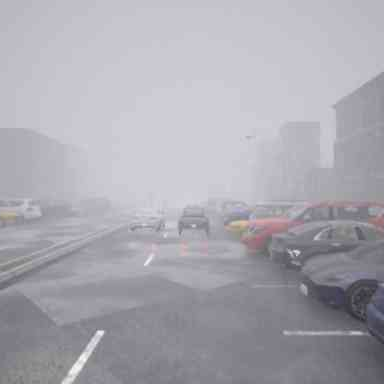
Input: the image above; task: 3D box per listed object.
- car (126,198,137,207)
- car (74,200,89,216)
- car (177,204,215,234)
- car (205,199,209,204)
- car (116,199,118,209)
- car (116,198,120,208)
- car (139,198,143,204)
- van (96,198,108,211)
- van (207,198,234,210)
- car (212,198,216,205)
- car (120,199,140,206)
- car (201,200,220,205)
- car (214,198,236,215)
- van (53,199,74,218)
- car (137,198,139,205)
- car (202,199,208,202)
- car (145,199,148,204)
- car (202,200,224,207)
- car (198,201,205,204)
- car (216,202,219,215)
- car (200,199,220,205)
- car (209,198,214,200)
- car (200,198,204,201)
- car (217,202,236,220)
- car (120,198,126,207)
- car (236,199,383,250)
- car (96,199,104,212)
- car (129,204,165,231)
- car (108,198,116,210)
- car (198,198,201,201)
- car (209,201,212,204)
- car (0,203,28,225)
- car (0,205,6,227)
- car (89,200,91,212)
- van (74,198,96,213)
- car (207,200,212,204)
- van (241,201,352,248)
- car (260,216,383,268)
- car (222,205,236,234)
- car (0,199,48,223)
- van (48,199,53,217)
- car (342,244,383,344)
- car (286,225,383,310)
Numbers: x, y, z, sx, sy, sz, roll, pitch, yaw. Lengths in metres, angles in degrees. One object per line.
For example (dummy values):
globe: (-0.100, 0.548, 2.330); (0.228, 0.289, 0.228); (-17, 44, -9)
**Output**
car: (-15.492, 2.610, 74.567); (4.792, 1.488, 2.163); (0, -1, 0)
car: (-15.313, 2.005, 38.722); (5.366, 1.575, 1.946); (0, -1, 0)
car: (0.103, 1.740, 21.175); (2.128, 1.511, 4.902); (0, -1, 0)
car: (4.712, 2.095, 45.718); (5.008, 1.535, 2.097); (0, -1, 0)
car: (-15.504, 2.284, 55.390); (5.008, 1.535, 2.097); (0, -1, 0)
car: (-15.541, 2.204, 58.148); (4.553, 1.767, 2.185); (0, -1, 0)
car: (-15.496, 2.405, 80.087); (5.566, 2.045, 2.435); (0, -1, 0)
van: (-15.389, 1.965, 49.754); (4.442, 1.987, 1.878); (0, -1, 0)
van: (4.836, 2.049, 56.837); (4.442, 1.987, 1.878); (0, -1, 0)
car: (4.684, 1.793, 34.606); (4.553, 1.767, 2.185); (0, -1, 0)
car: (-15.495, 2.569, 82.843); (4.553, 1.767, 2.185); (0, -1, 0)
car: (4.767, 2.772, 87.397); (4.792, 1.488, 2.163); (0, -1, 0)
car: (4.684, 1.752, 31.826); (4.553, 1.767, 2.185); (0, -1, 0)
van: (-15.613, 1.738, 35.967); (4.442, 1.987, 1.878); (0, -1, 0)
car: (-15.525, 2.659, 77.325); (4.674, 1.452, 2.002); (0, -1, 0)
car: (4.532, 2.138, 48.497); (5.366, 1.575, 1.946); (0, -1, 0)
car: (-15.526, 2.806, 91.113); (5.008, 1.535, 2.097); (0, -1, 0)
car: (4.715, 2.578, 76.289); (4.892, 1.521, 2.231); (0, -1, 0)
car: (0.106, 2.055, 37.982); (1.994, 1.385, 4.181); (0, -1, 0)
car: (4.712, 1.877, 29.044); (4.674, 1.452, 2.002); (0, -1, 0)
car: (4.933, 2.781, 90.175); (5.366, 1.575, 1.946); (0, -1, 0)
car: (4.748, 1.925, 42.941); (4.553, 1.767, 2.185); (0, -1, 0)
car: (4.691, 2.522, 70.729); (4.792, 1.488, 2.163); (0, -1, 0)
car: (4.708, 1.799, 26.267); (4.892, 1.521, 2.231); (0, -1, 0)
car: (-15.541, 2.121, 60.785); (5.566, 2.045, 2.435); (0, -1, 0)
car: (4.684, 1.366, 12.378); (5.566, 2.045, 2.435); (0, -1, 0)
car: (-15.509, 2.144, 46.993); (5.008, 1.535, 2.097); (0, -1, 0)
car: (-2.897, 1.791, 22.460); (1.812, 1.442, 4.674); (0, -1, 0)
car: (-15.535, 1.986, 52.511); (5.566, 2.045, 2.435); (0, -1, 0)
car: (4.693, 2.283, 73.514); (5.566, 2.045, 2.435); (0, -1, 0)
car: (4.722, 1.963, 37.382); (4.892, 1.521, 2.231); (0, -1, 0)
car: (-15.495, 1.798, 24.938); (5.008, 1.535, 2.097); (0, -1, 0)
car: (-15.490, 1.800, 22.180); (4.674, 1.452, 2.002); (0, -1, 0)
car: (-15.497, 2.093, 41.478); (4.674, 1.452, 2.002); (0, -1, 0)
van: (-15.618, 1.872, 44.239); (4.442, 1.987, 1.878); (0, -1, 0)
car: (4.712, 2.006, 40.158); (5.008, 1.535, 2.097); (0, -1, 0)
van: (4.596, 1.426, 15.155); (4.442, 1.987, 1.878); (0, -1, 0)
car: (4.705, 1.587, 9.594); (4.892, 1.521, 2.231); (0, -1, 0)
car: (4.527, 1.684, 17.931); (5.366, 1.575, 1.946); (0, -1, 0)
car: (-15.519, 1.587, 27.697); (5.566, 2.045, 2.435); (0, -1, 0)
van: (-15.609, 1.654, 30.455); (4.442, 1.987, 1.878); (0, -1, 0)
car: (4.708, 1.565, 4.162); (4.674, 1.452, 2.002); (0, -1, 0)
car: (4.681, 1.583, 6.816); (4.792, 1.488, 2.163); (0, -1, 0)
